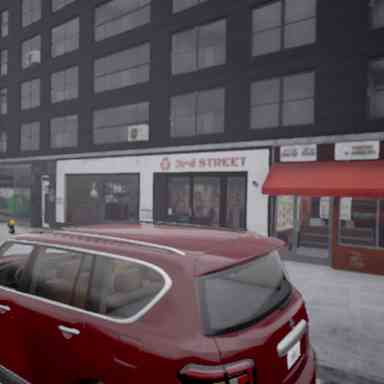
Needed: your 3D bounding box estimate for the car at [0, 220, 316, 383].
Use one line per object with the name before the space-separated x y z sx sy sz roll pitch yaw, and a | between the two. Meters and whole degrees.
car | -1.177 1.280 3.907 5.009 1.841 2.192 1 1 35
